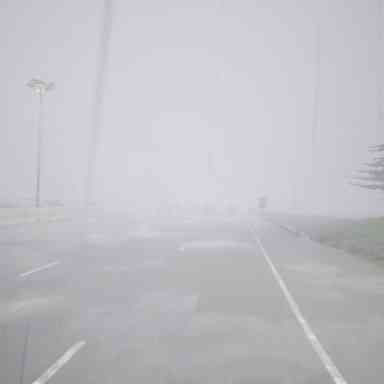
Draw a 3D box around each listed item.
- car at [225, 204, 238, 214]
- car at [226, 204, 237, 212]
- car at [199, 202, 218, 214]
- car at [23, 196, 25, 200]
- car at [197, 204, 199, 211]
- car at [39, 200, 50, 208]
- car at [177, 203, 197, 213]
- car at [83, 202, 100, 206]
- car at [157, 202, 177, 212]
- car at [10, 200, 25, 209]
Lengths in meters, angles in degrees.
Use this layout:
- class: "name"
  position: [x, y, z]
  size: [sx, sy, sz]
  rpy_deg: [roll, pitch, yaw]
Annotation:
- class: "car"
  position: [6.197, 2.757, 52.350]
  size: [1.994, 1.385, 4.181]
  rpy_deg: [1, -1, 7]
- class: "car"
  position: [7.475, 3.010, 62.302]
  size: [1.994, 1.385, 4.181]
  rpy_deg: [1, -1, 7]
- class: "car"
  position: [2.732, 2.652, 52.831]
  size: [1.812, 1.442, 4.674]
  rpy_deg: [1, -1, 7]
- class: "car"
  position: [-25.601, 1.701, 51.947]
  size: [2.150, 2.045, 5.566]
  rpy_deg: [1, -1, 7]
- class: "car"
  position: [0.534, 2.877, 63.197]
  size: [1.994, 1.385, 4.181]
  rpy_deg: [1, -1, 7]
- class: "car"
  position: [-19.432, 1.826, 45.498]
  size: [2.097, 1.767, 4.553]
  rpy_deg: [1, -1, 8]
- class: "car"
  position: [-0.739, 2.585, 53.279]
  size: [1.812, 1.442, 4.674]
  rpy_deg: [1, -1, 7]
- class: "car"
  position: [-15.235, 2.154, 50.495]
  size: [1.882, 1.535, 5.008]
  rpy_deg: [1, -1, 8]
- class: "car"
  position: [-4.209, 2.343, 53.700]
  size: [2.097, 1.767, 4.553]
  rpy_deg: [1, -1, 7]
- class: "car"
  position: [-17.877, 1.728, 30.423]
  size: [2.033, 1.411, 5.357]
  rpy_deg: [1, -1, 7]
